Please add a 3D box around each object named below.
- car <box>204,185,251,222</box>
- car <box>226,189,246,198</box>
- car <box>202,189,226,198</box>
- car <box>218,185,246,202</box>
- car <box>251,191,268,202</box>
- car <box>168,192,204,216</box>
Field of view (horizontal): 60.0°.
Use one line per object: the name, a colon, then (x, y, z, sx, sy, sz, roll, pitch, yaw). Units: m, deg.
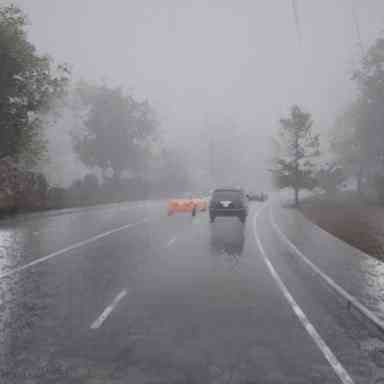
car: (2.477, 0.755, 21.586, 2.150, 2.045, 5.566, 0, 2, 12)
car: (7.443, 0.188, 56.037, 1.994, 1.385, 4.181, -1, 1, 28)
car: (3.825, 0.246, 56.798, 2.033, 1.411, 5.357, -1, 1, 28)
car: (5.239, 0.168, 42.802, 2.150, 2.045, 5.566, -1, 1, 22)
car: (8.061, 0.549, 40.409, 1.895, 1.301, 4.718, -1, 2, 21)
car: (-0.275, 0.801, 25.692, 2.097, 1.767, 4.553, 0, 1, 14)
